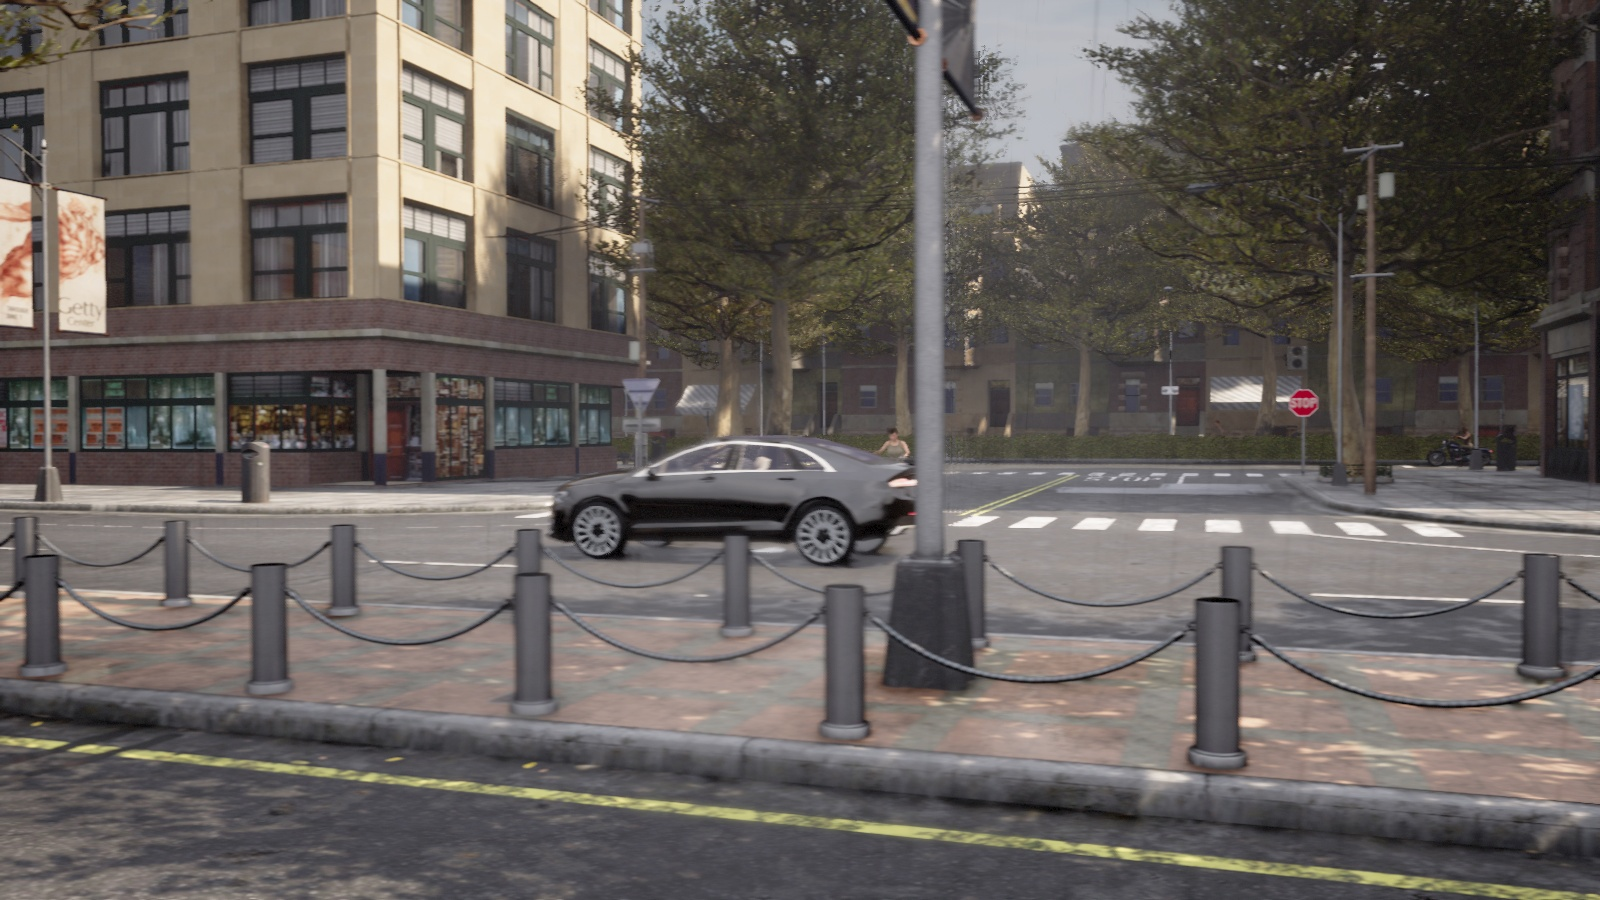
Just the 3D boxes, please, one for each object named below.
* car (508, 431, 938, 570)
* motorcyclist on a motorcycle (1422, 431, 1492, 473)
[{"bbox_3d":[-0.922,0.529,15.634,4.902,1.511,2.128,1,1,19],"label":"car"},{"bbox_3d":[26.280,0.071,50.261,2.350,1.649,0.766,0,1,18],"label":"motorcyclist on a motorcycle"}]
